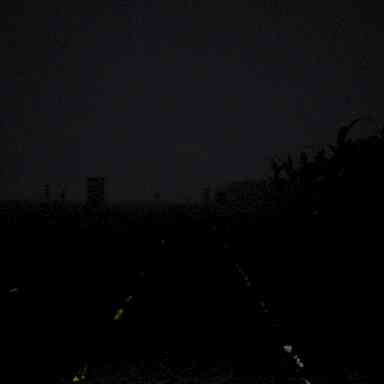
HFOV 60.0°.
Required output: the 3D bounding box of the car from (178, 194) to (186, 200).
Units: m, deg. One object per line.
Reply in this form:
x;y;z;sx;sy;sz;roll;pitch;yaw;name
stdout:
-2.535;1.309;84.498;2.033;1.411;5.357;0;0;0;car
